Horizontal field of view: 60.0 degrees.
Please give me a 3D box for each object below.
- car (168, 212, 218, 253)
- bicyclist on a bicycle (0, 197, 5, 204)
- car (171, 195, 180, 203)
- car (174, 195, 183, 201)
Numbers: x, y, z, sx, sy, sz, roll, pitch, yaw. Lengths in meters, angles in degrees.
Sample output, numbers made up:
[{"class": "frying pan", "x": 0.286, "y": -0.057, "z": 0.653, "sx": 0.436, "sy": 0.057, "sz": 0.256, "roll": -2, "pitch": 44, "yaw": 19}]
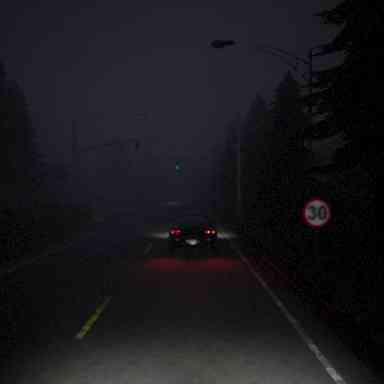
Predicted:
[{"class": "car", "x": 0.055, "y": 1.519, "z": 13.591, "sx": 1.812, "sy": 1.442, "sz": 4.674, "roll": 0, "pitch": 0, "yaw": 1}, {"class": "bicyclist on a bicycle", "x": -23.125, "y": 1.438, "z": 40.401, "sx": 0.582, "sy": 1.620, "sz": 1.656, "roll": 0, "pitch": 0, "yaw": 7}, {"class": "car", "x": -3.483, "y": 1.491, "z": 70.418, "sx": 2.128, "sy": 1.511, "sz": 4.902, "roll": 0, "pitch": 0, "yaw": 0}, {"class": "car", "x": -3.479, "y": 1.468, "z": 86.060, "sx": 2.128, "sy": 1.511, "sz": 4.902, "roll": 0, "pitch": 0, "yaw": 0}]
